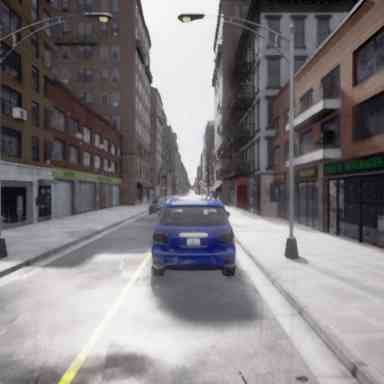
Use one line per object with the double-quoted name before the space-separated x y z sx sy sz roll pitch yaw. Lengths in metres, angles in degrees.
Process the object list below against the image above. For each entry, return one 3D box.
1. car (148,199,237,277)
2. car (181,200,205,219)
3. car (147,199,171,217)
"car" 0.058 1.212 10.294 2.150 2.045 5.566 0 1 0
"car" 0.088 1.506 30.031 2.033 1.411 5.357 0 0 0
"car" -3.097 1.459 32.303 1.837 1.490 4.892 0 0 0
